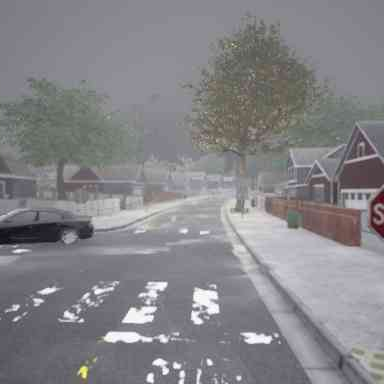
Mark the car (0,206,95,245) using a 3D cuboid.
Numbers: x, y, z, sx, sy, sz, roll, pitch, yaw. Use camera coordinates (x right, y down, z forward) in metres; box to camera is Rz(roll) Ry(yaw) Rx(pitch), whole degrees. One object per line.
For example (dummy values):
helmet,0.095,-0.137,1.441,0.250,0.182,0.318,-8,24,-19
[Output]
car,-6.539,1.345,13.463,5.008,1.535,1.882,1,3,-23
